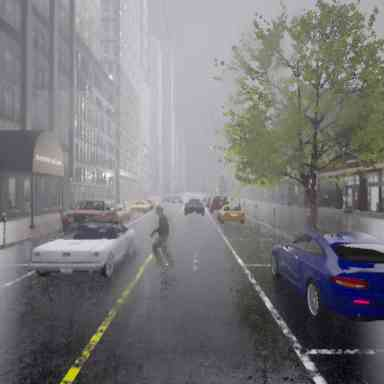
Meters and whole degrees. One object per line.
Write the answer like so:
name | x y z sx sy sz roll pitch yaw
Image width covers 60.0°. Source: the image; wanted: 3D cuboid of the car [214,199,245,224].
car | 2.833 1.517 24.580 1.752 1.417 4.829 1 0 0

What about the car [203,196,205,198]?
car | 2.955 1.289 46.595 2.192 1.841 5.009 1 0 0

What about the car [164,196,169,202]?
car | -5.308 1.510 68.820 1.947 1.339 4.313 1 0 0

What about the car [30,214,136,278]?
car | -3.048 1.599 10.287 1.895 1.301 4.718 0 0 0

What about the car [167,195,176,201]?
car | -5.219 1.481 85.458 1.947 1.339 4.313 1 0 0

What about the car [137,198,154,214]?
car | -5.489 1.510 35.375 1.752 1.417 4.829 1 0 0

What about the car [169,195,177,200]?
car | -5.189 1.487 91.003 1.802 1.307 4.206 1 0 0

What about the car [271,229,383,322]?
car | 3.037 1.525 7.160 1.812 1.442 4.674 0 0 0

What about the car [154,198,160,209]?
car | -5.459 1.545 41.093 1.947 1.339 4.313 1 0 0

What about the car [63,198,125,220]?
car | -5.575 1.310 18.908 2.192 1.841 5.009 1 0 0

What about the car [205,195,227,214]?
car | 2.895 1.299 35.502 2.192 1.841 5.009 1 0 0

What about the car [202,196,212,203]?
car | 3.072 1.510 68.778 1.947 1.339 4.313 1 0 0

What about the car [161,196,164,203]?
car | -5.429 1.500 46.468 1.752 1.417 4.829 1 0 0

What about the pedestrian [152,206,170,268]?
pedestrian | -0.913 1.292 9.754 0.375 1.860 0.375 1 -1 -4

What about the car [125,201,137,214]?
car | -5.549 1.518 24.283 1.752 1.417 4.829 1 0 0

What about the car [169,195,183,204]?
car | -2.711 1.481 61.374 1.812 1.442 4.674 0 0 1

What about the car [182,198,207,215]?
car | 0.265 1.586 33.641 1.895 1.301 4.718 0 0 0
